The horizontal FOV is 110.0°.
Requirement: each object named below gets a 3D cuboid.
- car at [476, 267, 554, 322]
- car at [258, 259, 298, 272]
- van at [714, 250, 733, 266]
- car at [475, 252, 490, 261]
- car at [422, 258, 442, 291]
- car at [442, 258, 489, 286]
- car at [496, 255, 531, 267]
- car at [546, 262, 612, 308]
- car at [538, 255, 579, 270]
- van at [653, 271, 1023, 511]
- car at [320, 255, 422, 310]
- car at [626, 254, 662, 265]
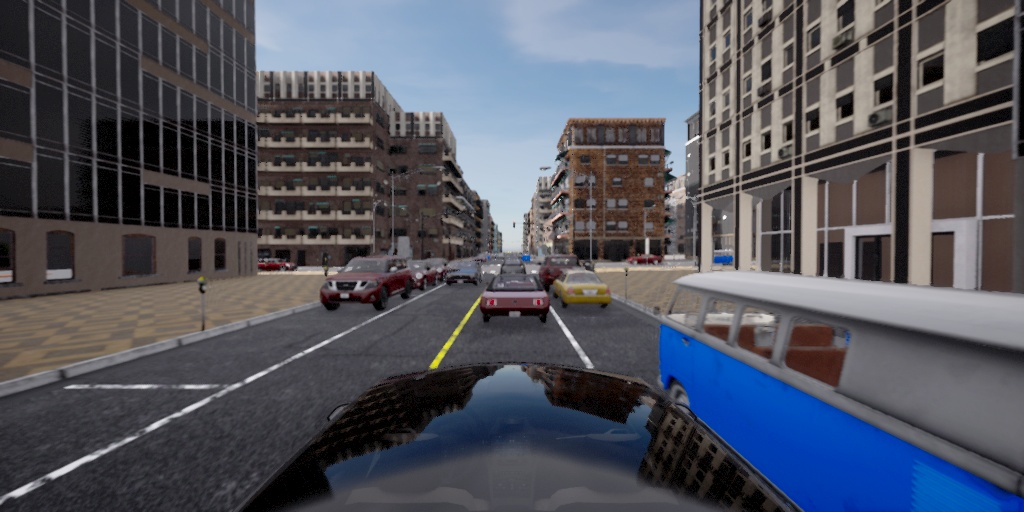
[{"bbox_3d":[0.082,1.221,11.628,1.895,1.301,4.718,0,1,0],"label":"car"},{"bbox_3d":[-26.176,1.025,39.992,4.097,1.591,1.967,0,0,0],"label":"car"},{"bbox_3d":[22.942,0.257,40.025,3.998,1.789,1.690,0,0,0],"label":"van"},{"bbox_3d":[-5.475,0.377,63.015,1.967,1.591,4.097,0,0,0],"label":"car"},{"bbox_3d":[-5.324,0.959,19.460,1.967,1.591,4.097,0,0,0],"label":"car"},{"bbox_3d":[-2.845,1.027,22.471,2.033,1.411,5.357,0,1,0],"label":"car"},{"bbox_3d":[0.074,0.910,27.109,2.128,1.511,4.902,0,1,0],"label":"car"},{"bbox_3d":[2.559,1.117,14.086,1.751,1.417,4.829,0,0,0],"label":"car"},{"bbox_3d":[2.556,0.834,19.463,2.192,1.841,5.009,0,0,0],"label":"car"},{"bbox_3d":[2.564,1.076,2.822,1.690,1.789,3.998,0,0,0],"label":"van"},{"bbox_3d":[-5.322,0.906,13.913,2.192,1.841,5.009,0,0,0],"label":"car"},{"bbox_3d":[17.577,0.428,47.902,4.507,1.381,1.888,0,0,0],"label":"car"}]
